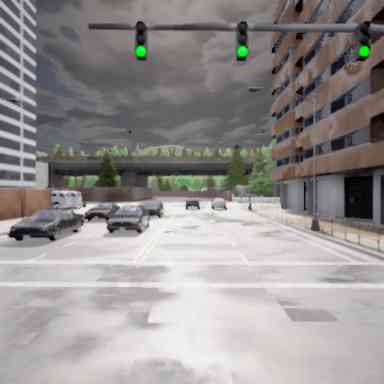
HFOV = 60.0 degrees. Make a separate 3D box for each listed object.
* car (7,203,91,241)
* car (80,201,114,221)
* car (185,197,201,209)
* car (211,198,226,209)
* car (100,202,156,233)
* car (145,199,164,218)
[{"bbox_3d":[-7.102,1.533,16.936,2.033,1.411,5.357,0,0,0],"label":"car"},{"bbox_3d":[-7.093,1.524,27.289,2.033,1.411,5.357,0,0,0],"label":"car"},{"bbox_3d":[0.095,1.468,44.840,1.837,1.490,4.892,0,0,0],"label":"car"},{"bbox_3d":[3.531,1.488,44.300,1.812,1.442,4.674,0,0,0],"label":"car"},{"bbox_3d":[-3.601,1.530,19.807,2.033,1.411,5.357,0,0,0],"label":"car"},{"bbox_3d":[-3.583,1.452,30.084,1.882,1.535,5.008,0,0,0],"label":"car"}]
